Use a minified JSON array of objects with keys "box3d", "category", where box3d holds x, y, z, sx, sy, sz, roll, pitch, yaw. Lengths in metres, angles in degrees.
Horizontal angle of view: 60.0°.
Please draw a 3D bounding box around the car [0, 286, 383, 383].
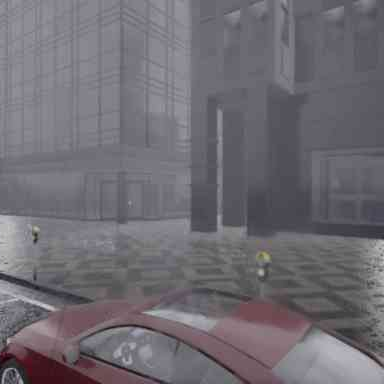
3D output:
[{"box3d":[-0.100,1.581,3.034,4.206,1.307,1.802,0,0,35],"category":"car"}]
